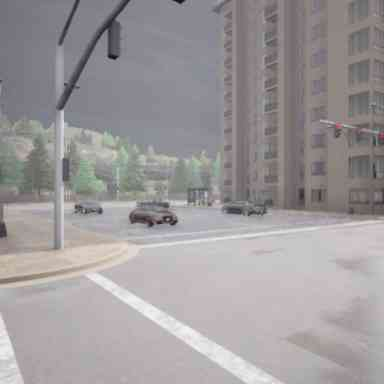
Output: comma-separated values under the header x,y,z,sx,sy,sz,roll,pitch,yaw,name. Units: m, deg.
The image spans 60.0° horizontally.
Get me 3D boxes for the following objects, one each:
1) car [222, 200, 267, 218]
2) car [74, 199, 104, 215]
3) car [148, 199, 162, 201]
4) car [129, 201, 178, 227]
x,y,z,sx,sy,sz,roll,pitch,yaw,name
4.688,1.505,30.469,2.128,1.511,4.902,0,0,-32,car
-10.575,1.521,33.823,1.837,1.490,4.892,0,0,-35,car
-5.283,1.613,44.511,4.718,1.301,1.895,0,0,33,car
-2.694,1.568,22.780,1.994,1.385,4.181,0,0,-36,car
